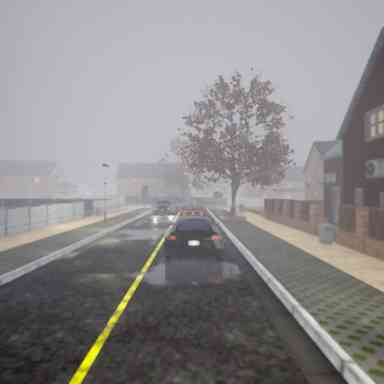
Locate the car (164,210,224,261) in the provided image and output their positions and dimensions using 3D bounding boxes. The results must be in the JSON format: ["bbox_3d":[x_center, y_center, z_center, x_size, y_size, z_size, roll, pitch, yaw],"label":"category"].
[{"bbox_3d":[0.070,1.562,12.331,1.994,1.385,4.181,0,0,0],"label":"car"}]

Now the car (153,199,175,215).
[{"bbox_3d":[-2.814,1.522,33.982,1.837,1.490,4.892,0,-1,0],"label":"car"}]

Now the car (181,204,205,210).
[{"bbox_3d":[0.067,1.610,26.263,1.895,1.301,4.718,0,0,0],"label":"car"}]
